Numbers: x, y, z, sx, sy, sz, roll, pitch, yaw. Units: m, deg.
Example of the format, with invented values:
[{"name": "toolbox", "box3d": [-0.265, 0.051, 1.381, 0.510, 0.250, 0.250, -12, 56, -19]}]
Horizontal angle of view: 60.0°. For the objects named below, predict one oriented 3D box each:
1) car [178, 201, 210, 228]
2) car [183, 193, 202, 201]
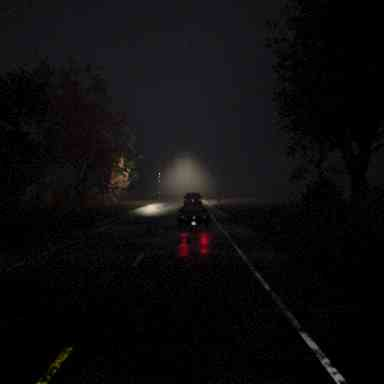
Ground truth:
[{"name": "car", "box3d": [0.102, 1.518, 21.565, 1.895, 1.301, 4.718, 0, 0, 0]}, {"name": "car", "box3d": [0.105, 1.095, 41.543, 2.150, 2.045, 5.566, 0, 0, 0]}]
